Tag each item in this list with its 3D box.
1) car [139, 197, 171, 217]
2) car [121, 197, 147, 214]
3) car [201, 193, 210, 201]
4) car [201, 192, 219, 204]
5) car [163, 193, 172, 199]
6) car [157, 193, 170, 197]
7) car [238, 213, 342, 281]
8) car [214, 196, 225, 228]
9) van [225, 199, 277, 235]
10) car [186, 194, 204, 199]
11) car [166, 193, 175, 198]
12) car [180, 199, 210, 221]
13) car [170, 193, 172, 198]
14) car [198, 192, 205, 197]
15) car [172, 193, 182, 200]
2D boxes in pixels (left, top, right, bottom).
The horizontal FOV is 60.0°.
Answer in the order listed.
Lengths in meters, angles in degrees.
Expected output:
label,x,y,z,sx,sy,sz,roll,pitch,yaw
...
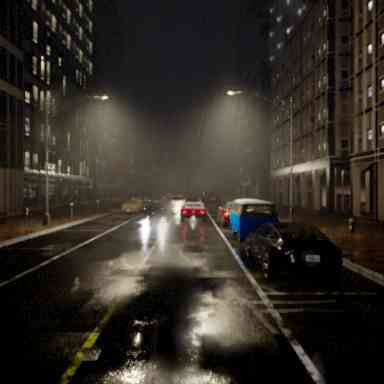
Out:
label,x,y,z,sx,sy,sz,roll,pitch,yaw
car,-3.102,1.394,28.965,1.895,1.301,4.718,0,0,0
car,-5.690,1.295,32.098,1.752,1.417,4.829,0,0,0
car,2.689,1.025,66.580,1.752,1.417,4.829,0,0,0
car,2.691,0.996,43.641,2.192,1.841,5.009,0,0,0
car,-5.693,0.989,77.805,1.802,1.307,4.206,0,0,0
car,-5.692,1.098,60.730,2.008,1.369,4.403,0,0,0
car,2.692,1.500,9.490,1.947,1.339,4.313,0,0,0
car,2.692,1.293,20.874,1.967,1.590,4.097,0,0,0
van,2.692,1.235,15.182,1.690,1.788,3.998,0,0,0
car,0.098,1.260,41.686,1.994,1.385,4.181,0,0,0
car,-5.694,0.862,89.190,2.008,1.369,4.403,0,0,0
car,0.098,1.422,25.259,1.895,1.301,4.718,0,0,0
car,-5.692,1.067,66.423,1.947,1.339,4.313,0,0,0
car,2.687,0.829,94.871,1.947,1.339,4.313,0,0,0
car,-3.004,0.927,69.477,1.882,1.535,5.008,0,0,0
